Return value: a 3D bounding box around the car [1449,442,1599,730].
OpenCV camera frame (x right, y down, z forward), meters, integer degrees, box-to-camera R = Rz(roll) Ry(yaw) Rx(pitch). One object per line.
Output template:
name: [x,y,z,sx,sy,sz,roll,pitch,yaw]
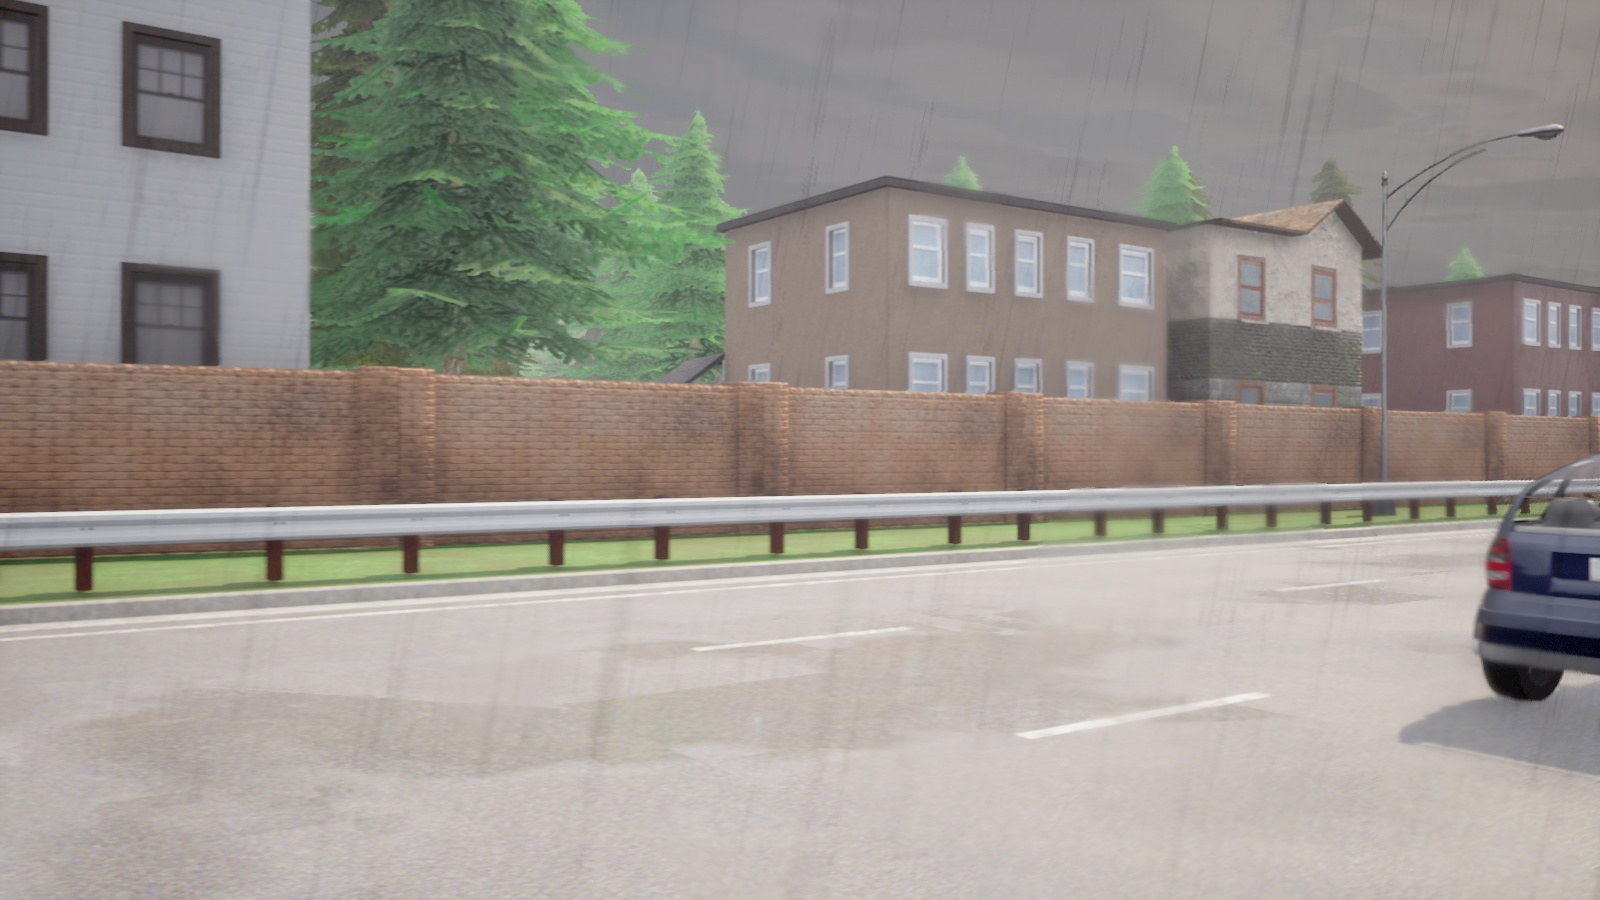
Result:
car: [5.869,0.730,7.744,3.705,1.549,1.789,0,0,-35]
